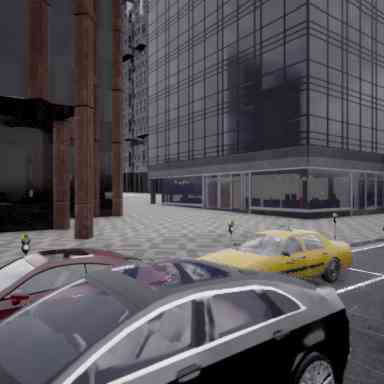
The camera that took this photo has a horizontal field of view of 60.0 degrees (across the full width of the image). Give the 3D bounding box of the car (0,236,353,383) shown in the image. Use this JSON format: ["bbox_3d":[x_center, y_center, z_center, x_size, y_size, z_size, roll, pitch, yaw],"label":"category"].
[{"bbox_3d":[-0.497,1.491,3.029,4.902,1.511,2.128,0,0,-36],"label":"car"}]

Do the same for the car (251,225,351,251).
[{"bbox_3d":[2.064,1.523,8.159,4.829,1.417,1.752,0,0,-36],"label":"car"}]

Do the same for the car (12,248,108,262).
[{"bbox_3d":[-2.209,1.582,5.078,4.206,1.307,1.802,0,0,-36],"label":"car"}]
